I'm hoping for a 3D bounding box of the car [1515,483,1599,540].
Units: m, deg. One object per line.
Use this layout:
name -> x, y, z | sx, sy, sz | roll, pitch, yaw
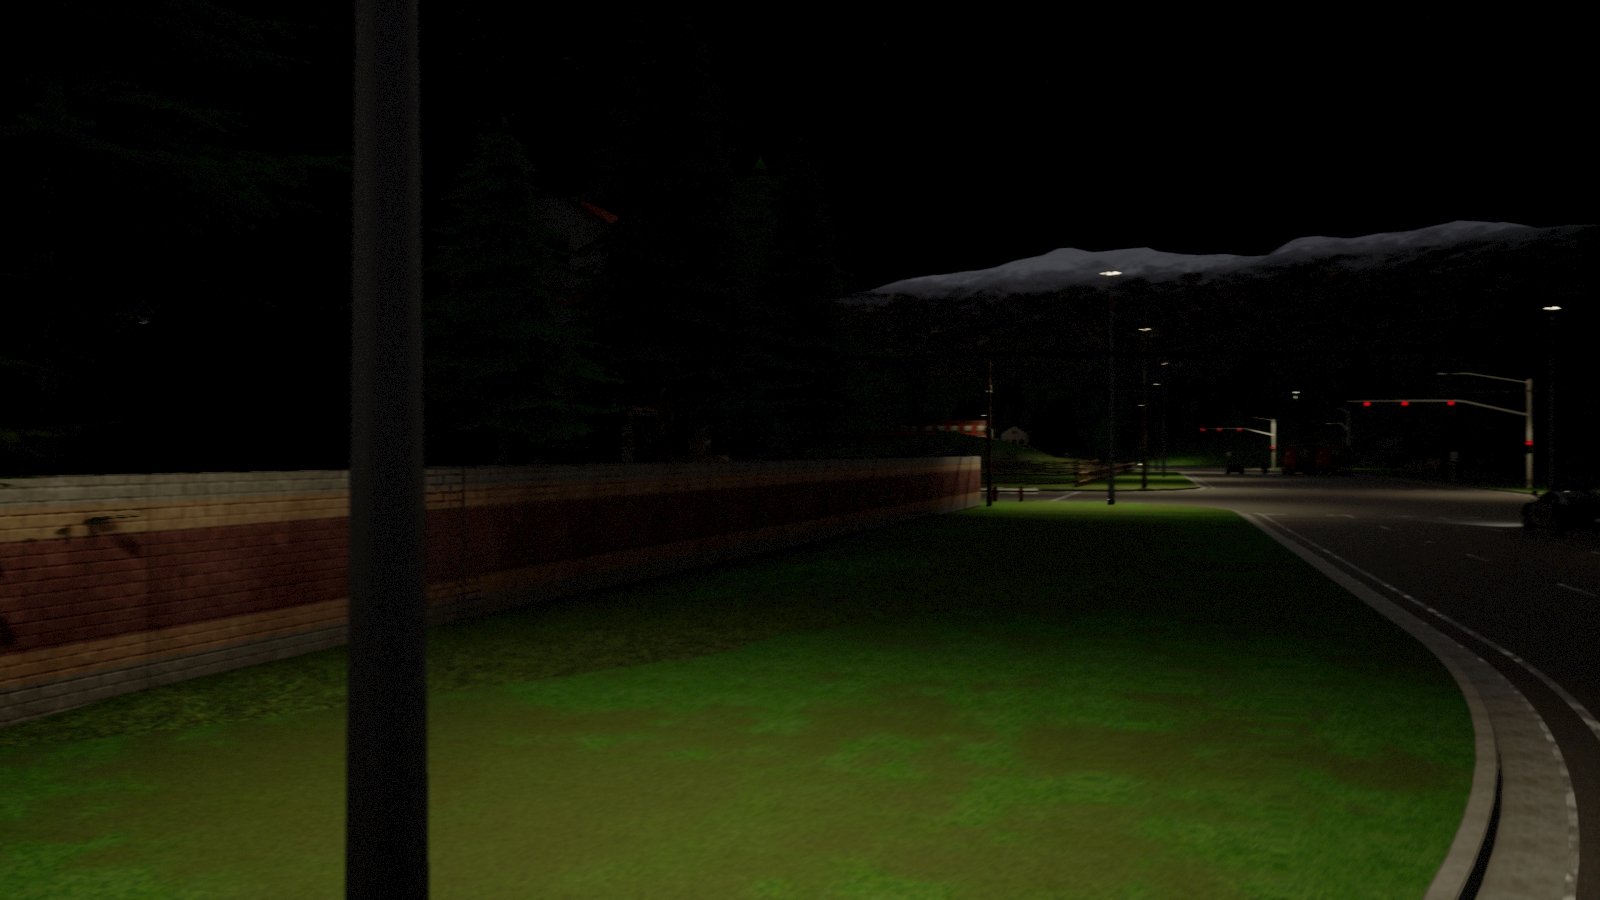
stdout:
car -> 25.900, 2.010, 38.183 | 2.097, 1.638, 5.238 | 0, 0, 17
